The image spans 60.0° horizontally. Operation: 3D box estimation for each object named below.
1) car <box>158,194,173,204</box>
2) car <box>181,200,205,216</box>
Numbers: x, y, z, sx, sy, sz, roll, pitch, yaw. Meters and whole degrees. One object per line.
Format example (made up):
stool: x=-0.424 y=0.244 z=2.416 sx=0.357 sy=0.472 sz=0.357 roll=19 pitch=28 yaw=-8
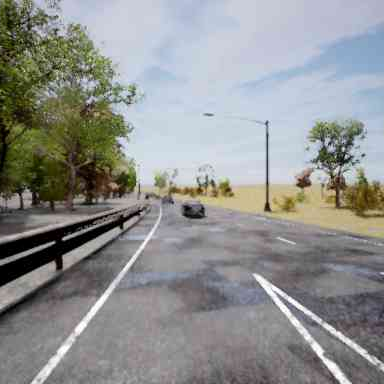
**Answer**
car: x=-4.871 y=1.361 z=64.627 sx=2.097 sy=1.767 sz=4.553 roll=0 pitch=0 yaw=-9
car: x=0.032 y=1.492 z=32.021 sx=2.128 sy=1.511 sz=4.902 roll=0 pitch=0 yaw=-9
